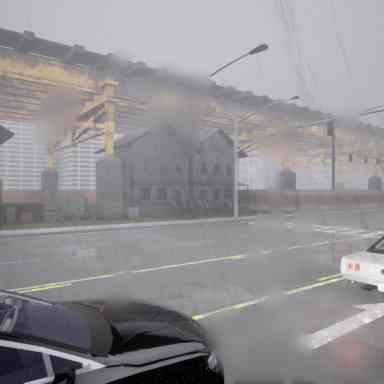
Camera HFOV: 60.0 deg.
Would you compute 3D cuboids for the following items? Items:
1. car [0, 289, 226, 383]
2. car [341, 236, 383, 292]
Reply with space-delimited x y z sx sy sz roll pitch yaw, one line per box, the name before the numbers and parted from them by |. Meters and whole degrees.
car | -1.918 1.492 2.378 4.902 1.511 2.128 0 0 -35
car | 5.602 1.601 7.759 4.718 1.301 1.895 0 0 -35
